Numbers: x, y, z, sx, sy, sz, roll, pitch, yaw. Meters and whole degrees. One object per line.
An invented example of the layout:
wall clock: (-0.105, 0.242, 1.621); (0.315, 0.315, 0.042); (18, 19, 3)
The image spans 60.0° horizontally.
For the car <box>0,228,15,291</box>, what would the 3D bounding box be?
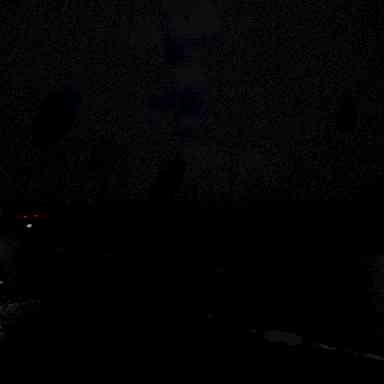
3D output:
car: (-5.997, 1.562, 7.240); (4.181, 1.385, 1.994); (0, 0, 29)

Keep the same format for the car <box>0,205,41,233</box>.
car: (-10.099, 1.423, 17.519); (4.902, 1.511, 2.128); (0, 0, 29)
